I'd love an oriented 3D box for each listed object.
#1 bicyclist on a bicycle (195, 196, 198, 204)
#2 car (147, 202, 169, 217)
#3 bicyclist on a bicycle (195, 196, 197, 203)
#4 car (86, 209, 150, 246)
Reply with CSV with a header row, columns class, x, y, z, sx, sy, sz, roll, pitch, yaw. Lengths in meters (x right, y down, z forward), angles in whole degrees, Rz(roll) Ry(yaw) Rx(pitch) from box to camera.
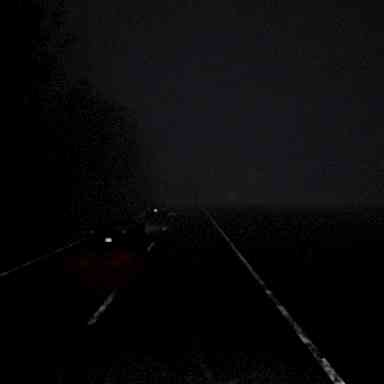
class,x,y,z,sx,sy,sz,roll,pitch,yaw
bicyclist on a bicycle,0.942,1.732,74.228,0.659,1.776,1.843,0,0,0
car,-3.409,1.726,33.251,1.994,1.385,4.181,0,0,0
bicyclist on a bicycle,0.941,1.859,83.232,0.582,1.620,1.656,0,-1,0
car,-3.404,1.678,15.795,1.895,1.301,4.718,0,0,0
